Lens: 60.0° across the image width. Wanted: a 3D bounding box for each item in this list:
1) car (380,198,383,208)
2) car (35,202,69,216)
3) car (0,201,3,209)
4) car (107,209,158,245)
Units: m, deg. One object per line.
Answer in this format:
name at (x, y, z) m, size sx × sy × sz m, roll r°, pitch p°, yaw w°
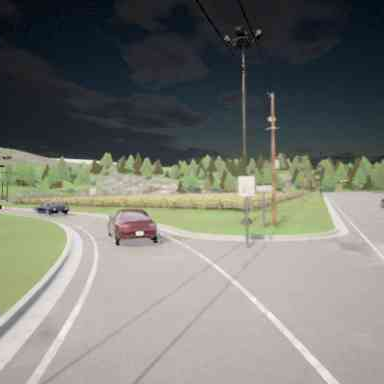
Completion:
car at (21.293, 1.036, 35.276) m, size 2.128 × 1.511 × 4.902 m, roll -1°, pitch 0°, yaw 21°
car at (-14.439, 1.704, 34.077) m, size 1.895 × 1.301 × 4.718 m, roll -1°, pitch 0°, yaw -45°
car at (-29.408, 1.633, 48.646) m, size 2.097 × 1.767 × 4.553 m, roll -1°, pitch 0°, yaw -44°
car at (-2.851, 1.516, 15.592) m, size 1.812 × 1.442 × 4.674 m, roll -1°, pitch 0°, yaw -19°
